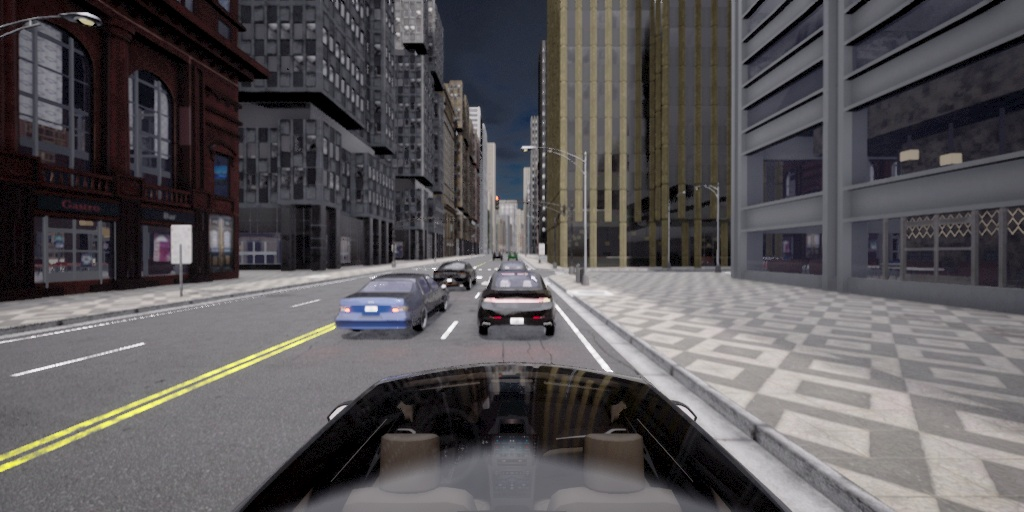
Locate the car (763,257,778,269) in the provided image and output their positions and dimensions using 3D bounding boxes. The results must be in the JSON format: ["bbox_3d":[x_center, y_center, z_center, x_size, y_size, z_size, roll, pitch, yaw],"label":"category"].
[{"bbox_3d":[25.173,0.780,35.829,4.181,1.385,1.994,0,0,0],"label":"car"}]

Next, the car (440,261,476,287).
[{"bbox_3d":[-3.104,1.008,20.265,1.882,1.535,5.008,0,1,0],"label":"car"}]

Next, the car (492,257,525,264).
[{"bbox_3d":[0.042,1.031,19.506,2.128,1.511,4.902,0,1,0],"label":"car"}]

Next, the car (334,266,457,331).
[{"bbox_3d":[-3.130,1.197,10.498,2.033,1.411,5.357,0,1,0],"label":"car"}]

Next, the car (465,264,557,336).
[{"bbox_3d":[0.119,1.146,10.077,2.128,1.511,4.902,0,1,0],"label":"car"}]
